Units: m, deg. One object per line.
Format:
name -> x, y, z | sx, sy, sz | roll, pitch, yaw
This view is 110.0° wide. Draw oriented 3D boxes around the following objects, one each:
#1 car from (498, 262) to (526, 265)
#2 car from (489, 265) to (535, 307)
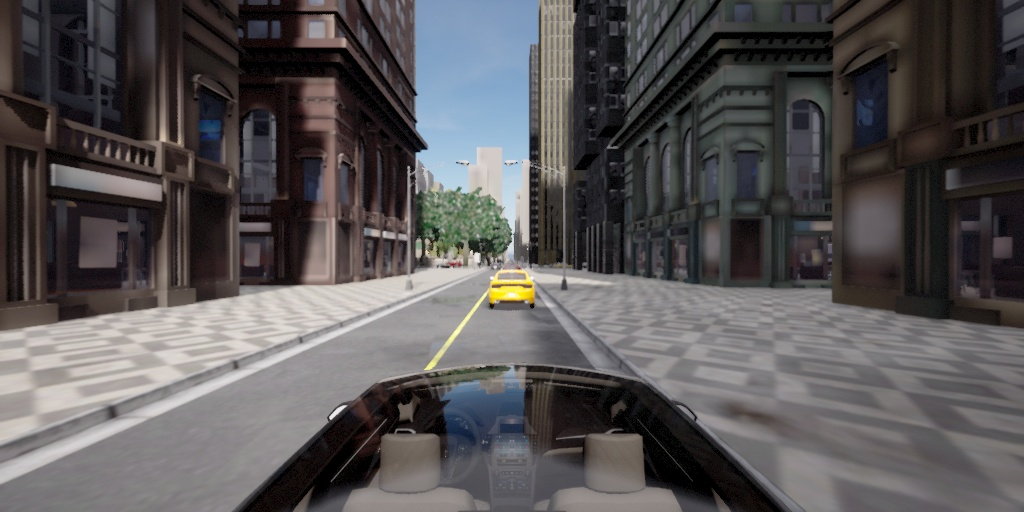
car -> -0.004, 1.521, 31.331 | 1.882, 1.535, 5.008 | 0, 0, 0
car -> 0.000, 1.368, 16.324 | 1.882, 1.535, 5.008 | 0, 0, 0
